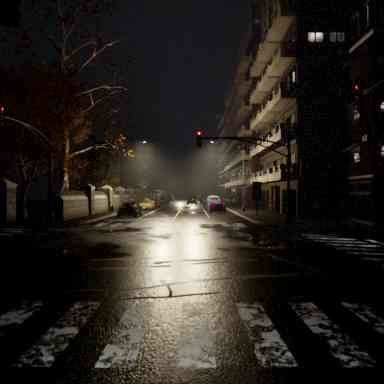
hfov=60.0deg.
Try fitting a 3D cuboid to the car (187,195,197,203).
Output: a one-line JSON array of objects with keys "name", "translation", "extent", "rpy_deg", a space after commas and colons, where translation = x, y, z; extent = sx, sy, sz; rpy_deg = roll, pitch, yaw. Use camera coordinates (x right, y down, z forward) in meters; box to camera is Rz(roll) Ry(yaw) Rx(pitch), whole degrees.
[{"name": "car", "translation": [0.000, 1.444, 69.961], "extent": [1.837, 1.490, 4.892], "rpy_deg": [0, 0, 0]}]

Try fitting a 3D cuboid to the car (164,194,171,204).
[{"name": "car", "translation": [-5.689, 1.498, 64.608], "extent": [1.967, 1.590, 4.097], "rpy_deg": [0, 0, 0]}]

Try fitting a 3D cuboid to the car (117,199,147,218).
[{"name": "car", "translation": [-5.688, 1.580, 30.825], "extent": [1.947, 1.339, 4.313], "rpy_deg": [0, 0, 0]}]

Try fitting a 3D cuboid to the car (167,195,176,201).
[{"name": "car", "translation": [-5.690, 1.669, 92.757], "extent": [2.008, 1.369, 4.403], "rpy_deg": [0, 0, 0]}]

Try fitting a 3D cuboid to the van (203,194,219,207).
[{"name": "van", "translation": [2.693, 1.366, 42.087], "extent": [1.690, 1.788, 3.998], "rpy_deg": [0, 0, 0]}]

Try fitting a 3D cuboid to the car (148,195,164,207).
[{"name": "car", "translation": [-5.688, 1.347, 47.717], "extent": [2.192, 1.841, 5.009], "rpy_deg": [0, 0, 0]}]

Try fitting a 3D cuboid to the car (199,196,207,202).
[{"name": "car", "translation": [2.690, 1.635, 81.497], "extent": [1.887, 1.381, 4.507], "rpy_deg": [0, 0, 0]}]

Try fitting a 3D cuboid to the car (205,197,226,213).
[{"name": "car", "translation": [2.692, 1.564, 36.456], "extent": [1.887, 1.381, 4.507], "rpy_deg": [0, 0, 0]}]

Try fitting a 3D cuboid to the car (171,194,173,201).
[{"name": "car", "translation": [-5.689, 1.508, 70.237], "extent": [1.967, 1.590, 4.097], "rpy_deg": [0, 0, 0]}]

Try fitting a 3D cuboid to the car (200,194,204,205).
[{"name": "car", "translation": [2.692, 1.480, 53.347], "extent": [1.967, 1.590, 4.097], "rpy_deg": [0, 0, 0]}]

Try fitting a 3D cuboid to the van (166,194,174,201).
[{"name": "van", "translation": [-5.690, 1.445, 87.127], "extent": [1.690, 1.788, 3.998], "rpy_deg": [0, 0, 0]}]

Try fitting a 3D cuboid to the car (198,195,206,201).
[{"name": "car", "translation": [2.690, 1.544, 87.127], "extent": [1.967, 1.590, 4.097], "rpy_deg": [0, 0, 0]}]

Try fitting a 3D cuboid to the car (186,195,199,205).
[{"name": "car", "translation": [-0.001, 1.597, 59.542], "extent": [2.033, 1.411, 5.357], "rpy_deg": [0, 0, 0]}]

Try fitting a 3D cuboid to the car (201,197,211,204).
[{"name": "car", "translation": [2.691, 1.602, 64.607], "extent": [1.887, 1.381, 4.507], "rpy_deg": [0, 0, 0]}]

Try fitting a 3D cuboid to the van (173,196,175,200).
[{"name": "van", "translation": [-5.690, 1.432, 81.498], "extent": [1.690, 1.788, 3.998], "rpy_deg": [0, 0, 0]}]

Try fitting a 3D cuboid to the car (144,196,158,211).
[{"name": "car", "translation": [-5.688, 1.550, 41.917], "extent": [1.752, 1.417, 4.829], "rpy_deg": [0, 0, 0]}]
